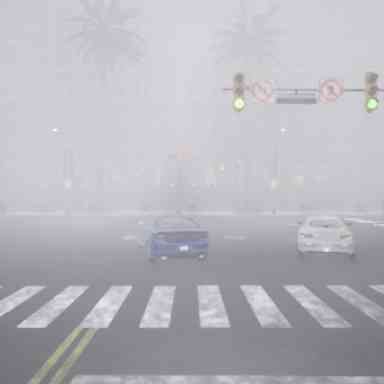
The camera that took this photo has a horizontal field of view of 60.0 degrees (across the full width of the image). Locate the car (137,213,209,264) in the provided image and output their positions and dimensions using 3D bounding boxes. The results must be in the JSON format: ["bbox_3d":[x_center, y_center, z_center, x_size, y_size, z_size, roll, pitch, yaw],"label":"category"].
[{"bbox_3d":[-0.855,1.516,12.242,1.882,1.535,5.008,1,0,-15],"label":"car"}]

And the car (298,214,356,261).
[{"bbox_3d":[5.035,1.565,12.554,1.812,1.442,4.674,-1,0,21],"label":"car"}]
